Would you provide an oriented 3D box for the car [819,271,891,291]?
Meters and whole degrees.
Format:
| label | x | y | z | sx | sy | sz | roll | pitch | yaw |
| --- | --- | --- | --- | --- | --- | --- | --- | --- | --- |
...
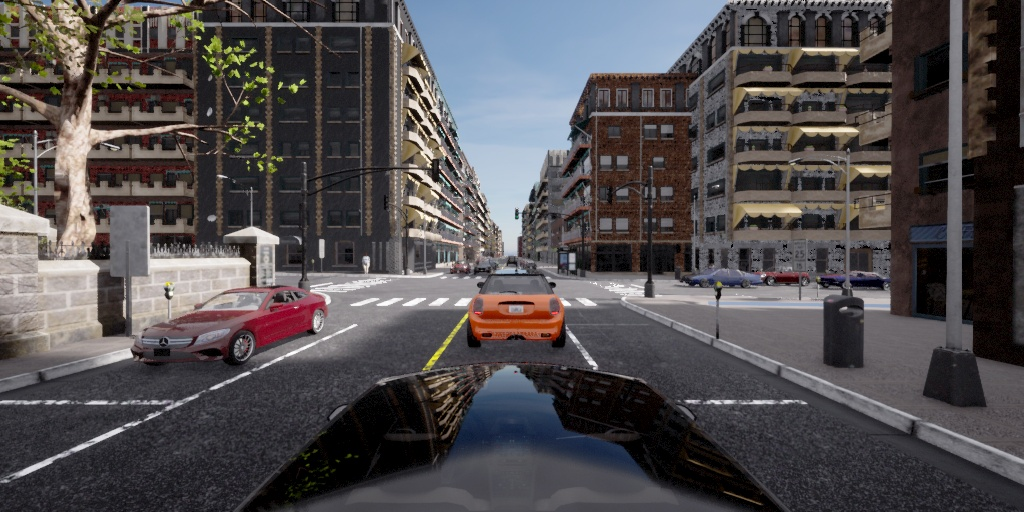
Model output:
| label | x | y | z | sx | sy | sz | roll | pitch | yaw |
| --- | --- | --- | --- | --- | --- | --- | --- | --- | --- |
| car | 25.250 | 1.815 | 26.299 | 4.718 | 1.301 | 1.895 | 1 | 0 | -1 |

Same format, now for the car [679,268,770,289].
| label | x | y | z | sx | sy | sz | roll | pitch | yaw |
| --- | --- | --- | --- | --- | --- | --- | --- | --- | --- |
| car | 15.217 | 1.584 | 26.167 | 5.357 | 1.411 | 2.033 | 1 | 0 | -1 |

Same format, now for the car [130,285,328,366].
| label | x | y | z | sx | sy | sz | roll | pitch | yaw |
| --- | --- | --- | --- | --- | --- | --- | --- | --- | --- |
| car | -5.696 | 1.331 | 7.928 | 1.802 | 1.307 | 4.207 | 0 | 0 | 0 |

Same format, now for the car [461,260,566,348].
| label | x | y | z | sx | sy | sz | roll | pitch | yaw |
| --- | --- | --- | --- | --- | --- | --- | --- | --- | --- |
| car | 0.118 | 1.101 | 9.438 | 2.097 | 1.767 | 4.553 | 0 | 0 | 1 |

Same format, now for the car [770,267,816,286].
| label | x | y | z | sx | sy | sz | roll | pitch | yaw |
| --- | --- | --- | --- | --- | --- | --- | --- | --- | --- |
| car | 21.345 | 1.571 | 28.812 | 4.097 | 1.591 | 1.967 | 0 | 0 | -1 |

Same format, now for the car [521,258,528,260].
| label | x | y | z | sx | sy | sz | roll | pitch | yaw |
| --- | --- | --- | --- | --- | --- | --- | --- | --- | --- |
| car | 2.625 | 1.298 | 51.622 | 2.007 | 1.370 | 4.403 | 0 | 0 | 0 |

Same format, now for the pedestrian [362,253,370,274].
| label | x | y | z | sx | sy | sz | roll | pitch | yaw |
| --- | --- | --- | --- | --- | --- | --- | --- | --- | --- |
| pedestrian | -12.751 | 0.651 | 31.322 | 0.375 | 1.860 | 0.375 | 0 | -1 | -1 |

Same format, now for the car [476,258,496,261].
| label | x | y | z | sx | sy | sz | roll | pitch | yaw |
| --- | --- | --- | --- | --- | --- | --- | --- | --- | --- |
| car | -3.150 | 1.252 | 39.747 | 1.837 | 1.490 | 4.892 | 0 | 0 | 0 |

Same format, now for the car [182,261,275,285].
| label | x | y | z | sx | sy | sz | roll | pitch | yaw |
| --- | --- | --- | --- | --- | --- | --- | --- | --- | --- |
| car | -17.675 | 1.034 | 22.524 | 4.181 | 1.385 | 1.994 | 1 | 0 | -1 |

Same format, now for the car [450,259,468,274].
| label | x | y | z | sx | sy | sz | roll | pitch | yaw |
| --- | --- | --- | --- | --- | --- | --- | --- | --- | --- |
| car | -5.740 | 1.187 | 40.339 | 1.967 | 1.591 | 4.097 | 0 | 0 | 0 |

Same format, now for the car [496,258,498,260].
| label | x | y | z | sx | sy | sz | roll | pitch | yaw |
| --- | --- | --- | --- | --- | --- | --- | --- | --- | --- |
| car | -3.138 | 1.312 | 49.405 | 1.994 | 1.385 | 4.181 | 0 | 0 | 2 |
